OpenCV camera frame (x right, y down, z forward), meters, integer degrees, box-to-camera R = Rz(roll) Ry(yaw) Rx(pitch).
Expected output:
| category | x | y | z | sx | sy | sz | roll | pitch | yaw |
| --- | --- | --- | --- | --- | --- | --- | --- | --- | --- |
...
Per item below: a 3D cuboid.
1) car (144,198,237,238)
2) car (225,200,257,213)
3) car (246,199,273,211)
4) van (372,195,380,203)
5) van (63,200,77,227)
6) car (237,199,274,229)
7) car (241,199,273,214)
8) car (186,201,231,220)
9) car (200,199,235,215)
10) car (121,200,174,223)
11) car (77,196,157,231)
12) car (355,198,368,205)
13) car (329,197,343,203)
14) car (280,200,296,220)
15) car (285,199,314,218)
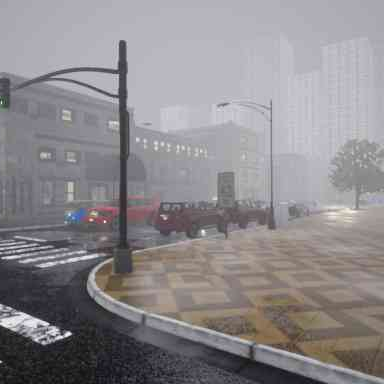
| category | x | y | z | sx | sy | sz | roll | pitch | yaw |
| --- | --- | --- | --- | --- | --- | --- | --- | --- | --- |
| car | 0.099 | 1.350 | 17.823 | 2.192 | 1.841 | 5.009 | -1 | -1 | 35 |
| car | 6.042 | 1.701 | 40.691 | 2.008 | 1.369 | 4.403 | -1 | -1 | 35 |
| car | 9.237 | 1.722 | 45.198 | 2.008 | 1.369 | 4.403 | -1 | -1 | 35 |
| van | 44.828 | 1.694 | 80.914 | 1.690 | 1.788 | 3.998 | -1 | -1 | 35 |
| van | -6.738 | 1.414 | 22.668 | 1.690 | 1.788 | 3.998 | -1 | 0 | 35 |
| car | 3.294 | 1.368 | 22.330 | 2.192 | 1.841 | 5.009 | -1 | -1 | 35 |
| car | 7.581 | 1.639 | 38.355 | 1.837 | 1.490 | 4.892 | 0 | 0 | 36 |
| car | 1.550 | 1.622 | 29.858 | 1.812 | 1.442 | 4.674 | 0 | 0 | 36 |
| car | 2.847 | 1.570 | 36.187 | 1.967 | 1.590 | 4.097 | -1 | -1 | 35 |
| car | -3.543 | 1.531 | 27.173 | 1.967 | 1.590 | 4.097 | -1 | -1 | 35 |
| car | -4.285 | 1.285 | 21.647 | 2.150 | 2.045 | 5.566 | 0 | 0 | 35 |
| car | 32.050 | 1.801 | 62.885 | 2.008 | 1.369 | 4.403 | -1 | -1 | 35 |
| car | 34.796 | 1.915 | 81.249 | 2.008 | 1.369 | 4.403 | -1 | -1 | 35 |
| car | 6.490 | 1.616 | 26.834 | 1.887 | 1.381 | 4.507 | -1 | -1 | 35 |
| car | 9.686 | 1.657 | 31.341 | 1.947 | 1.339 | 4.313 | -1 | -1 | 35 |
